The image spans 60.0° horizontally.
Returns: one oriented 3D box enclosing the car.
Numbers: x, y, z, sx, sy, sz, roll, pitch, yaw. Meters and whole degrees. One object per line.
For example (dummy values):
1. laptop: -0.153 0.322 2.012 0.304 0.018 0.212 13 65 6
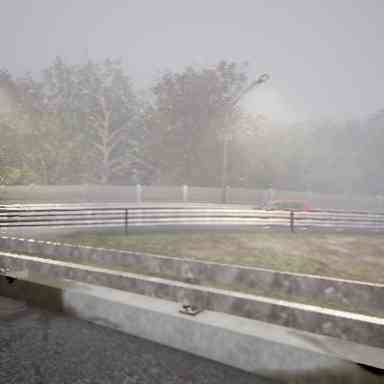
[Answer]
1. car: 6.564 1.647 25.730 5.566 2.045 2.150 1 0 -15
